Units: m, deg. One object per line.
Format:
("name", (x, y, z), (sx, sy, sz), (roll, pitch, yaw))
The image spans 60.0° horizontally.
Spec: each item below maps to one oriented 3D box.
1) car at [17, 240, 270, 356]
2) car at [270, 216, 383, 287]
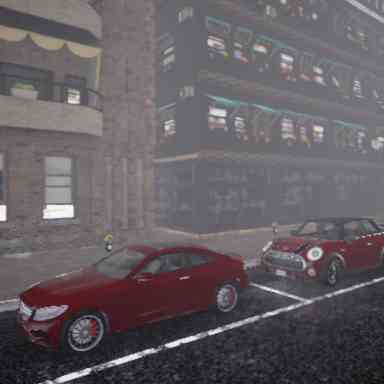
("car", (-0.773, 1.583, 5.982), (4.206, 1.307, 1.802), (0, -1, -36))
("car", (3.785, 1.442, 9.239), (4.097, 1.590, 1.967), (0, -1, -36))
